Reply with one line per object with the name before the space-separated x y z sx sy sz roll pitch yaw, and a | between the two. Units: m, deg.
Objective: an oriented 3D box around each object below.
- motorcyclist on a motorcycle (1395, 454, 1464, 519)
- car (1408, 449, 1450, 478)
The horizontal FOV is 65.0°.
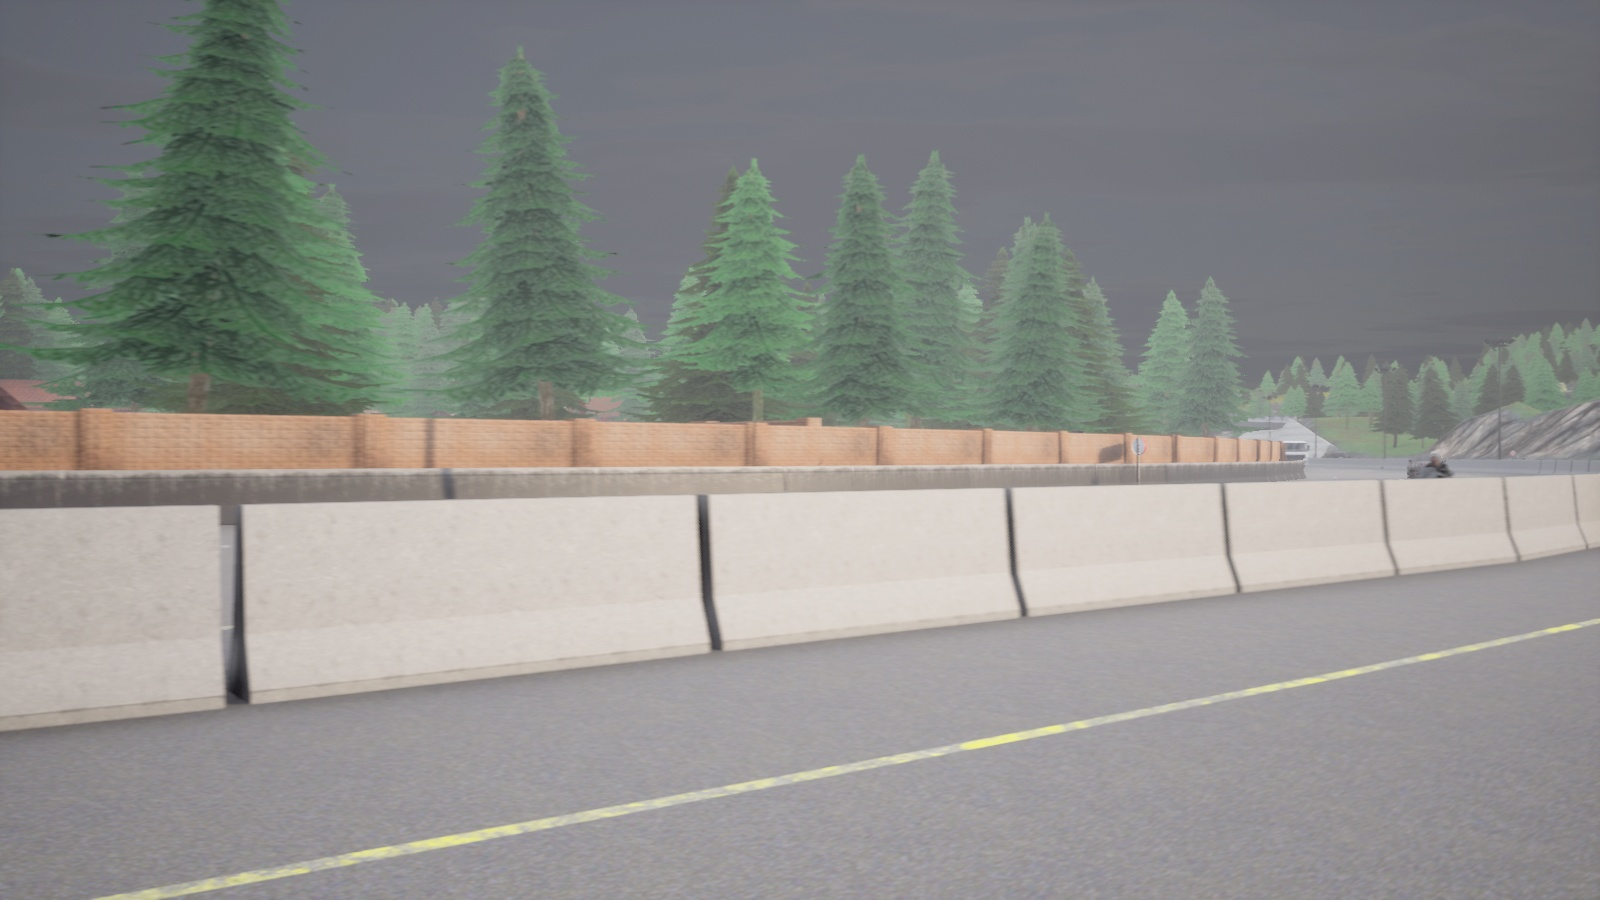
motorcyclist on a motorcycle | 15.370 0.864 30.620 0.866 1.530 2.191 -1 -1 44
car | 39.435 0.820 78.829 2.097 1.767 4.553 0 0 24
